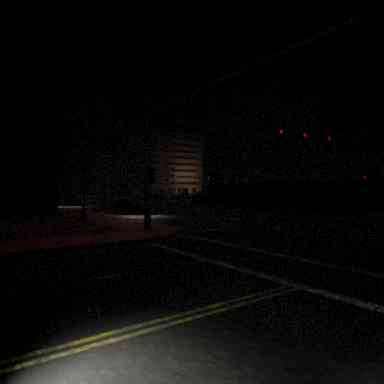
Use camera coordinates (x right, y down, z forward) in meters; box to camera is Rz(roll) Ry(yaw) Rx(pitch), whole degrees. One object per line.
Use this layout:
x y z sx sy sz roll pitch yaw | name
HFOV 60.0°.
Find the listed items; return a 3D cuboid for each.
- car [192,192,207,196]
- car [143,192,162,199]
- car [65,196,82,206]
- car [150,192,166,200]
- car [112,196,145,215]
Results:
2.583 0.895 66.246 3.866 1.878 1.905 0 0 -34 | car
-10.031 0.890 84.899 4.605 1.855 1.932 0 0 -34 | car
-18.528 1.382 52.174 1.882 1.535 5.008 0 0 -32 | car
-8.453 0.893 82.473 3.866 1.878 1.905 0 0 -34 | car
-6.333 1.388 33.028 1.882 1.535 5.008 0 0 -33 | car
